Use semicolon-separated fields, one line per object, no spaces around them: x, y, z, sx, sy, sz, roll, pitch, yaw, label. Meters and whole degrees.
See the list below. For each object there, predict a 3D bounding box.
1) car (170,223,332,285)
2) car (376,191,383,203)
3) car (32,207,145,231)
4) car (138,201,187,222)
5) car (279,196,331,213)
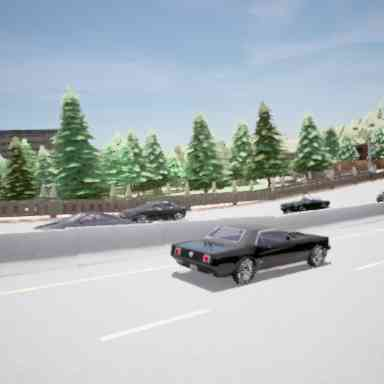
1.850;1.536;9.364;4.718;1.301;1.895;-1;0;-35;car
18.598;0.254;30.130;5.008;1.535;1.882;-7;4;-35;car
-4.399;1.524;13.749;4.181;1.385;1.994;-1;0;-35;car
-2.643;1.401;23.593;4.892;1.490;1.837;0;0;-35;car
9.506;1.043;27.962;4.718;1.301;1.895;-4;2;-35;car
